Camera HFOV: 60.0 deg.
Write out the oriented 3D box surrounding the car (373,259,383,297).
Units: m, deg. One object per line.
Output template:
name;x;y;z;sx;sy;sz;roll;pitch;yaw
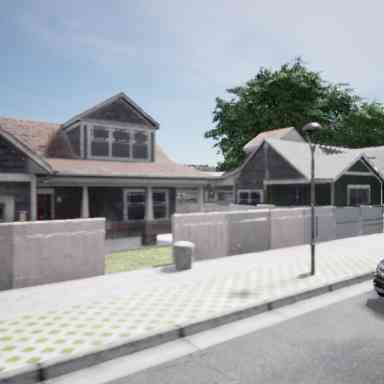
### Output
car;5.825;1.498;7.233;4.674;1.442;1.812;0;0;-36
